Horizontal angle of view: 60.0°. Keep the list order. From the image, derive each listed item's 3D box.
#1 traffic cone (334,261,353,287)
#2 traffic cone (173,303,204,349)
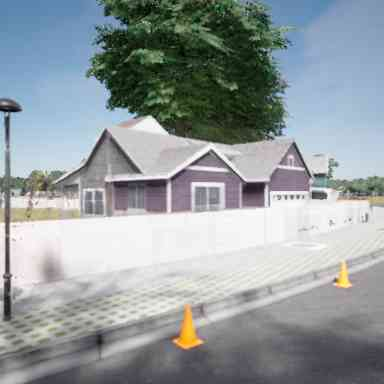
[{"bbox_3d":[3.695,1.972,8.116,0.340,0.580,0.340,0,0,-41],"label":"traffic cone"},{"bbox_3d":[-0.055,1.973,5.019,0.340,0.580,0.340,0,0,-38],"label":"traffic cone"}]
